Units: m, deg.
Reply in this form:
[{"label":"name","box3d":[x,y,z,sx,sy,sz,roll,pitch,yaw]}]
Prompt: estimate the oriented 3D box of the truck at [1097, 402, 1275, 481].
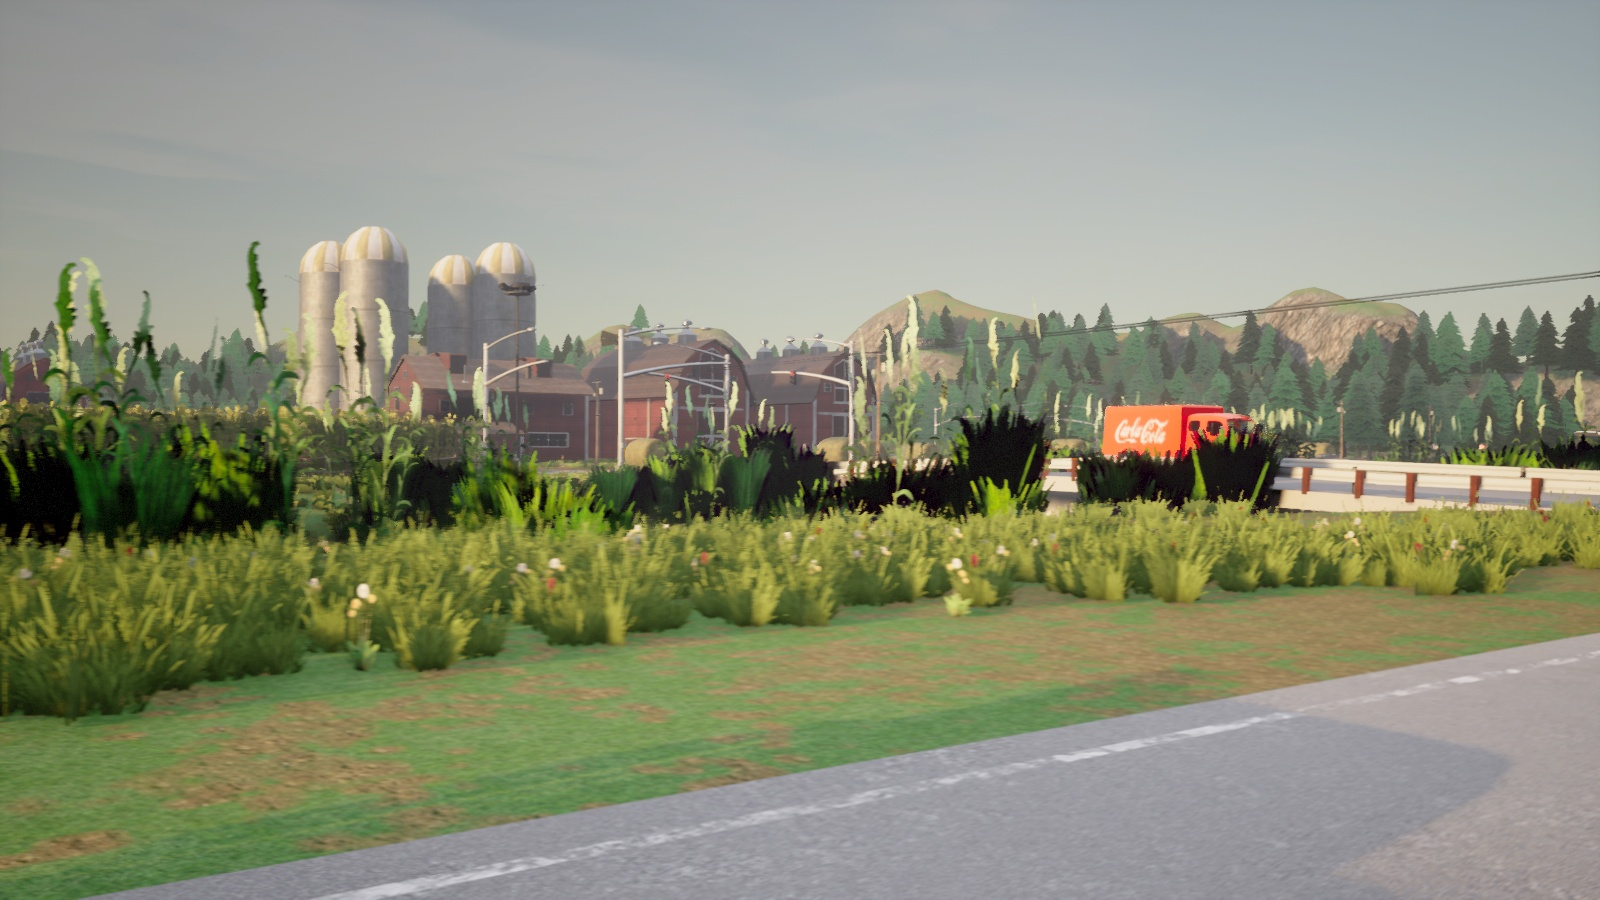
[{"label":"truck","box3d":[12.805,-0.319,41.986,2.627,2.467,5.204,0,1,-33]}]
